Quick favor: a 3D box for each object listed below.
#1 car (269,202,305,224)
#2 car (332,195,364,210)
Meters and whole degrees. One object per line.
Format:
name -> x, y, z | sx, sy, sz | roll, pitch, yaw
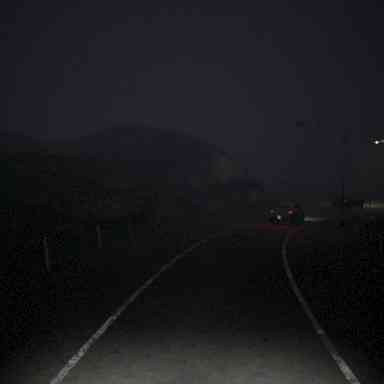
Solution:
car -> 7.254, 1.504, 25.299 | 1.812, 1.442, 4.674 | 3, 2, 30
car -> 17.594, 1.080, 37.399 | 4.902, 1.511, 2.128 | -3, 5, -41
